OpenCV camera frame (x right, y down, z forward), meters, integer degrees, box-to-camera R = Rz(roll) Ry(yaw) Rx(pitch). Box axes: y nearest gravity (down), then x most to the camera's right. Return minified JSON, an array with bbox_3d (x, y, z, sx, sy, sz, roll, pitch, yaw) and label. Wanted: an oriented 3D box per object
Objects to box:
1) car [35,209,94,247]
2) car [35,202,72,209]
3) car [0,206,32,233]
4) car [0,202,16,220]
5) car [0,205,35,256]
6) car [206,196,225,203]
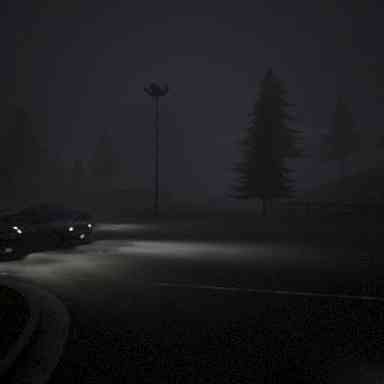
[{"bbox_3d":[-6.881,1.600,14.829,4.718,1.301,1.895,0,0,13],"label":"car"},{"bbox_3d":[-9.325,1.477,22.596,5.008,1.535,1.882,0,0,13],"label":"car"},{"bbox_3d":[-12.555,1.547,19.761,5.357,1.411,2.033,0,0,13],"label":"car"},{"bbox_3d":[-17.407,1.563,28.095,4.181,1.385,1.994,0,0,13],"label":"car"},{"bbox_3d":[-8.238,1.351,11.552,4.553,1.767,2.097,0,0,13],"label":"car"},{"bbox_3d":[5.037,1.543,69.569,2.033,1.411,5.357,0,0,-33],"label":"car"}]
